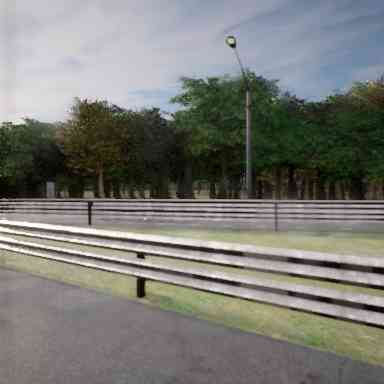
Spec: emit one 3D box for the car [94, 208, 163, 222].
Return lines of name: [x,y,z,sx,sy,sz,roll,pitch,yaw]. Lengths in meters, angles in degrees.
car: [-4.546,1.328,23.261,4.718,1.301,1.895,0,0,19]
